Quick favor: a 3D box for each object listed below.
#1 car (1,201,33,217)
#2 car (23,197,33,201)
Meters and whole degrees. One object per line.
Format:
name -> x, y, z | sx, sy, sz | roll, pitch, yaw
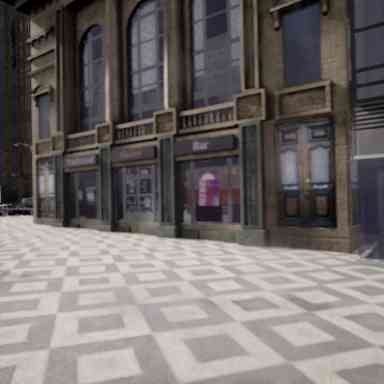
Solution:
car -> -18.701, 1.950, 35.018 | 1.947, 1.339, 4.313 | -2, -2, 35
car -> -18.033, 1.661, 40.751 | 2.150, 2.045, 5.566 | -2, -1, 35
